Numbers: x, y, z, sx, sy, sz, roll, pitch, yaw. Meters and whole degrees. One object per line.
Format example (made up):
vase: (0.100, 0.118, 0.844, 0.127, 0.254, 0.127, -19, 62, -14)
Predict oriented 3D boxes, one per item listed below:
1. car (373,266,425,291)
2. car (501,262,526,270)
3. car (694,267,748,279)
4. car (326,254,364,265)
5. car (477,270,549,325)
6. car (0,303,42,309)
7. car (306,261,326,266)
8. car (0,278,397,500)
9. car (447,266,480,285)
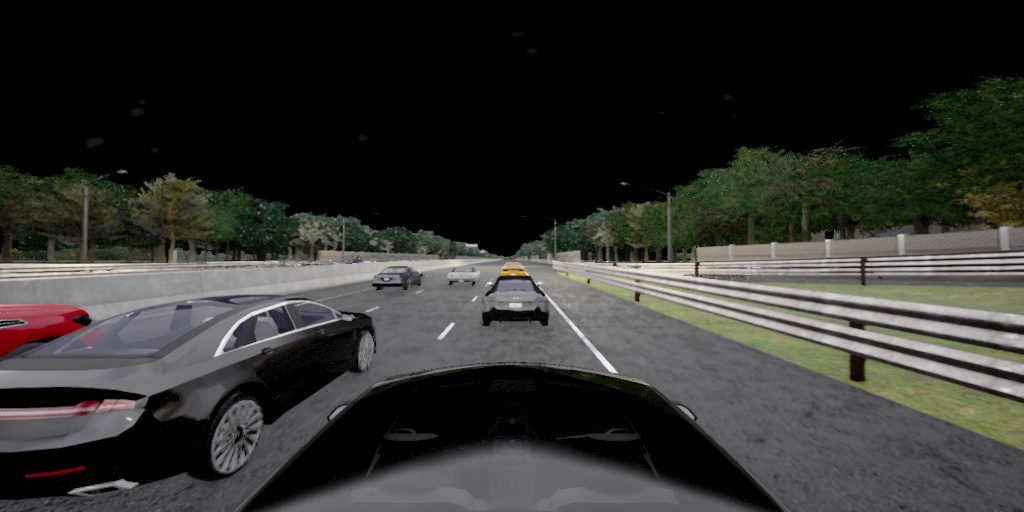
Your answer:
car: (-6.901, 1.324, 22.232, 2.033, 1.411, 5.357, 0, 0, 0)
car: (0.099, 1.270, 29.578, 1.882, 1.535, 5.008, 0, 0, 0)
car: (18.618, 1.258, 32.133, 1.812, 1.442, 4.674, 0, -2, -20)
car: (-21.003, 0.693, 45.986, 2.150, 2.045, 5.566, 0, 0, 0)
car: (0.099, 1.323, 11.852, 1.994, 1.385, 4.181, 0, 0, 0)
car: (-6.900, 0.973, 2.743, 2.150, 2.045, 5.566, 0, 0, 0)
car: (-24.503, 1.312, 46.008, 2.033, 1.411, 5.357, 0, 0, 0)
car: (-3.400, 1.244, 4.676, 2.128, 1.511, 4.902, 0, 0, 0)
car: (-3.402, 1.385, 26.222, 1.895, 1.301, 4.718, 0, 0, 0)
